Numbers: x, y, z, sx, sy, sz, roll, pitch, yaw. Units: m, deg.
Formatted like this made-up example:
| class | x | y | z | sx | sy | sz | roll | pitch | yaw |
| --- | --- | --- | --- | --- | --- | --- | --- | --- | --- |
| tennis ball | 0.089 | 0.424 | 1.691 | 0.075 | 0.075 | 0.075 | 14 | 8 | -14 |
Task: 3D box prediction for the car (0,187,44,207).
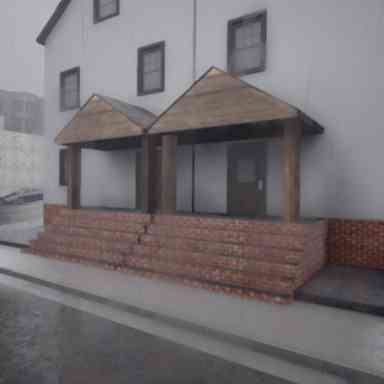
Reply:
| class | x | y | z | sx | sy | sz | roll | pitch | yaw |
| --- | --- | --- | --- | --- | --- | --- | --- | --- | --- |
| car | -14.025 | 0.336 | 28.081 | 1.994 | 1.385 | 4.181 | 1 | 9 | 35 |
